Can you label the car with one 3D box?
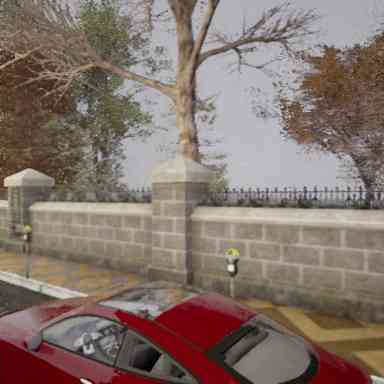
[{"bbox_3d":[-0.508,1.583,3.243,4.206,1.307,1.802,0,-1,35],"label":"car"}]
